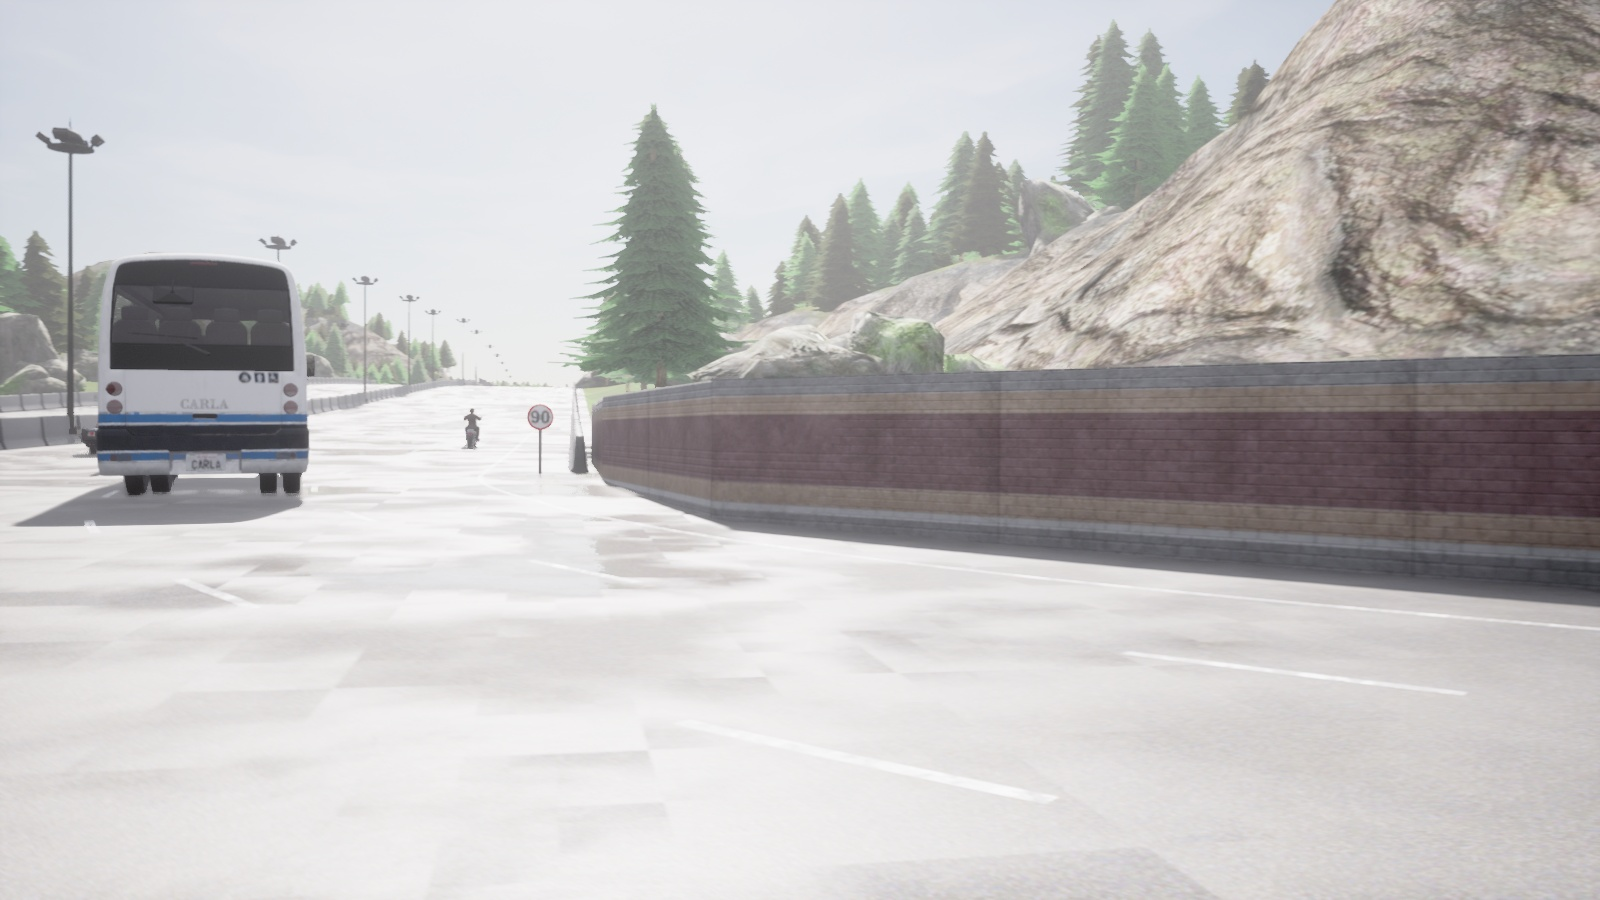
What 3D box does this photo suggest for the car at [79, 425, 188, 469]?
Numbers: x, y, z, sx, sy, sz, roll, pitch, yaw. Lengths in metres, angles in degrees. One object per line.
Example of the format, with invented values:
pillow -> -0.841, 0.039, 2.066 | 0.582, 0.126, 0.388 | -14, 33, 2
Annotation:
car -> -22.483, -0.142, 42.556 | 1.895, 1.301, 4.718 | -1, 2, -10

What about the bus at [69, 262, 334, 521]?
bus -> -11.983, -1.164, 26.099 | 3.944, 4.253, 10.273 | -2, 2, -22

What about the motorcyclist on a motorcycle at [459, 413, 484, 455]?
motorcyclist on a motorcycle -> -13.379, -0.665, 51.191 | 0.766, 1.649, 2.350 | -1, 2, -10

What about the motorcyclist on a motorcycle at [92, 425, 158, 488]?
motorcyclist on a motorcycle -> -17.002, 0.136, 31.681 | 0.866, 1.530, 2.191 | 0, 2, -12
